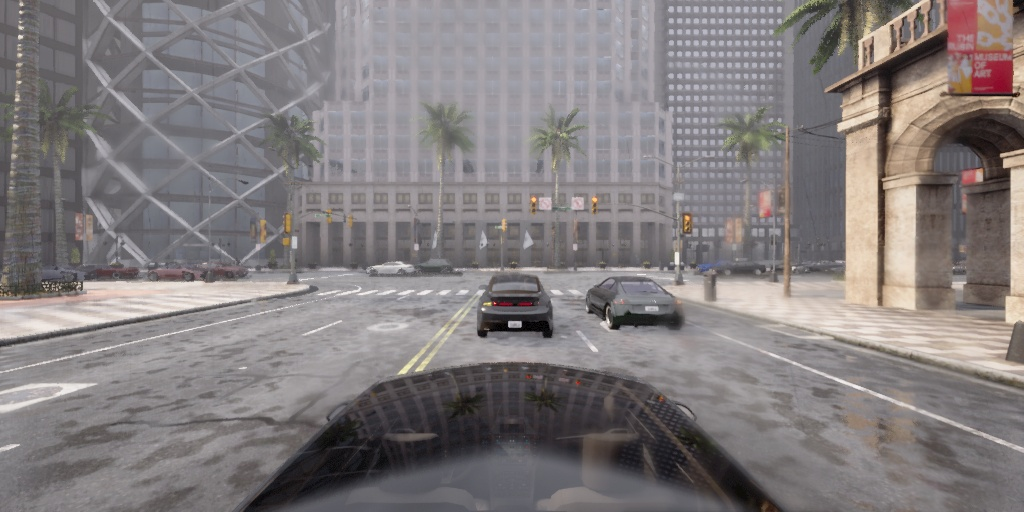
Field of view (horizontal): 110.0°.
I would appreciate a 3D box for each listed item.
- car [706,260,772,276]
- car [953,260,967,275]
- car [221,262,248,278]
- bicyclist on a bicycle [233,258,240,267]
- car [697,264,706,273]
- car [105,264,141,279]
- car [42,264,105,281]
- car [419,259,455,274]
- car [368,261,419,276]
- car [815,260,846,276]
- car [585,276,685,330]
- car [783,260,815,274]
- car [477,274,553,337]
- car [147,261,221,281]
[{"bbox_3d":[23.195,1.226,36.765,5.008,1.535,1.882,0,0,0],"label":"car"},{"bbox_3d":[49.150,1.240,36.641,4.902,1.511,2.128,0,0,0],"label":"car"},{"bbox_3d":[-26.944,1.274,32.884,4.674,1.442,1.812,0,0,-4],"label":"car"},{"bbox_3d":[-35.735,1.048,46.614,0.582,1.620,1.656,0,0,-12],"label":"bicyclist on a bicycle"},{"bbox_3d":[23.457,1.225,40.264,5.008,1.535,1.882,0,0,0],"label":"car"},{"bbox_3d":[-35.908,1.349,31.287,4.718,1.301,1.895,0,0,-19],"label":"car"},{"bbox_3d":[-35.229,1.312,27.781,4.181,1.385,1.994,0,0,-22],"label":"car"},{"bbox_3d":[-8.841,1.100,40.371,4.553,1.767,2.097,0,0,0],"label":"car"},{"bbox_3d":[-12.373,1.274,36.883,4.674,1.442,1.812,0,0,0],"label":"car"},{"bbox_3d":[34.191,1.312,36.735,4.181,1.385,1.994,0,0,-1],"label":"car"},{"bbox_3d":[3.584,1.313,11.158,1.994,1.385,4.181,0,0,0],"label":"car"},{"bbox_3d":[33.932,1.239,40.227,4.902,1.511,2.128,0,0,0],"label":"car"},{"bbox_3d":[0.080,1.254,10.293,1.837,1.490,4.892,0,0,0],"label":"car"},{"bbox_3d":[-27.004,1.312,29.386,4.181,1.385,1.994,0,0,-4],"label":"car"}]
